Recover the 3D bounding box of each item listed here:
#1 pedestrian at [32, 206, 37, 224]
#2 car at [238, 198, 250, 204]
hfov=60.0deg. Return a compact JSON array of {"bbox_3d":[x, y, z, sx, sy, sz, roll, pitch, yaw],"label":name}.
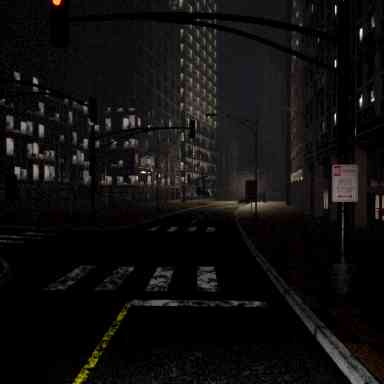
[{"bbox_3d":[-9.392,1.345,19.878,0.500,1.100,0.500,0,0,17],"label":"pedestrian"},{"bbox_3d":[10.842,1.864,69.010,1.895,1.301,4.718,0,0,18],"label":"car"}]
